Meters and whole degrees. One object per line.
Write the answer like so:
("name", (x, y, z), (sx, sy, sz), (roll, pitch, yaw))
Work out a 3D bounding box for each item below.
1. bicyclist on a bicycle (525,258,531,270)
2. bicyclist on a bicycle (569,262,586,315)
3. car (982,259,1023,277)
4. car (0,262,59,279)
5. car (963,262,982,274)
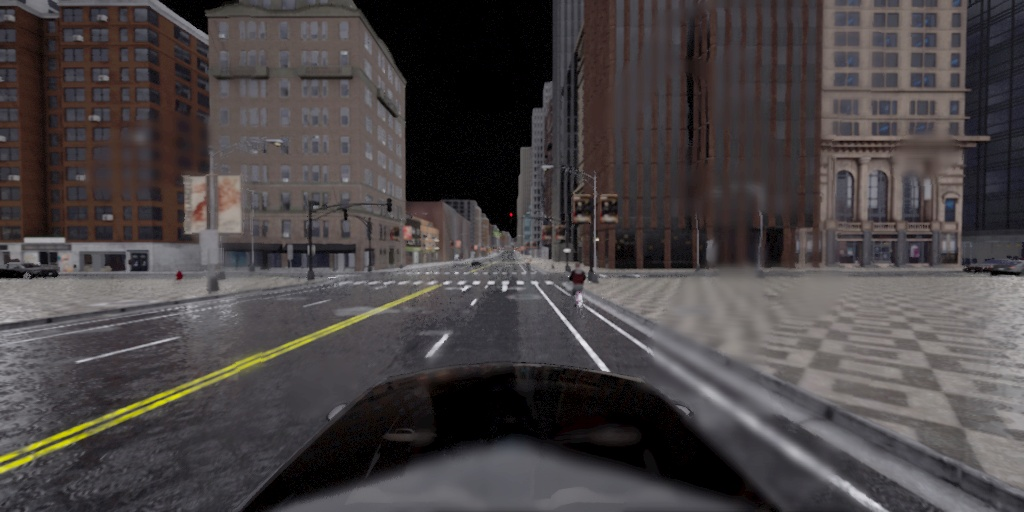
("bicyclist on a bicycle", (2.254, 1.104, 49.691), (0.866, 1.612, 1.509), (0, 0, 0))
("bicyclist on a bicycle", (2.251, 1.095, 12.467), (0.659, 1.776, 1.843), (0, 0, 0))
("car", (44.098, 1.087, 30.854), (4.181, 1.385, 1.994), (0, 1, 0))
("car", (-43.687, 1.332, 32.030), (5.008, 1.535, 1.882), (0, 1, 1))
("car", (46.327, 1.004, 33.936), (5.357, 1.411, 2.033), (0, 1, 0))
